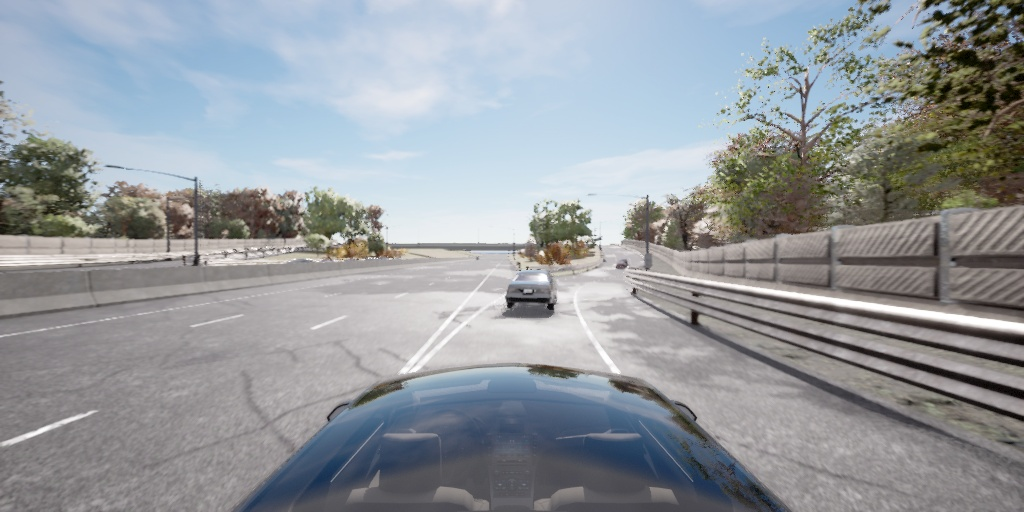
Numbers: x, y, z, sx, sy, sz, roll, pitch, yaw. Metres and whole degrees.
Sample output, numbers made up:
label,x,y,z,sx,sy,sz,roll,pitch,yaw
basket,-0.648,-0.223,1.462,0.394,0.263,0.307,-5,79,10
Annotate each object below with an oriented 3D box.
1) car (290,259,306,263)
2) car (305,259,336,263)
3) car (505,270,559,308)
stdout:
label,x,y,z,sx,sy,sz,roll,pitch,yaw
car,-28.885,1.128,48.901,1.882,1.535,5.008,0,0,0
car,-25.386,1.210,48.976,2.033,1.411,5.357,0,0,0
car,0.954,1.311,15.222,2.033,1.411,5.357,0,-1,9
